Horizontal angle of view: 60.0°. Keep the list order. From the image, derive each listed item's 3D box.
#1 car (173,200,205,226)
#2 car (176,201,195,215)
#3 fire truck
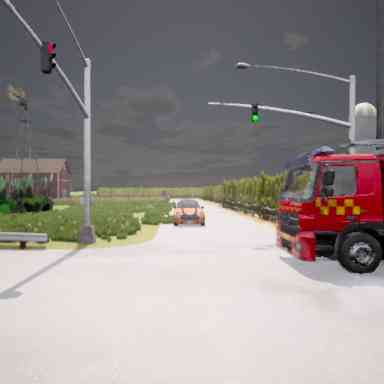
[{"bbox_3d":[-0.241,1.380,23.721,2.097,1.767,4.553,0,0,-3],"label":"car"},{"bbox_3d":[-0.778,1.625,34.949,1.895,1.301,4.718,0,0,-3],"label":"car"},{"bbox_3d":[7.190,0.374,10.505,8.468,3.827,2.891,0,0,-1],"label":"fire truck"}]
